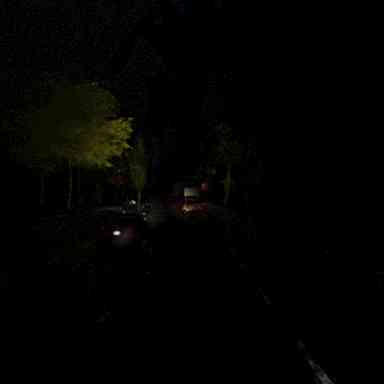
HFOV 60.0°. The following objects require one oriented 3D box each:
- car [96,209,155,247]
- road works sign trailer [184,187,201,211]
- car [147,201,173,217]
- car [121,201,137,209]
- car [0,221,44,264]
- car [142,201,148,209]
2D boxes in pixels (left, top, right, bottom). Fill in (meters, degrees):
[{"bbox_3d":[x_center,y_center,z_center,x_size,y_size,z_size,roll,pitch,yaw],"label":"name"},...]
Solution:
[{"bbox_3d":[-3.157,1.726,15.979,1.994,1.385,4.181,0,-1,0],"label":"car"},{"bbox_3d":[-0.025,1.037,48.714,2.380,3.560,2.880,0,-1,0],"label":"road works sign trailer"},{"bbox_3d":[-3.169,1.891,35.879,2.128,1.511,4.902,0,-1,0],"label":"car"},{"bbox_3d":[-9.851,2.120,52.681,2.128,1.511,4.902,0,-1,0],"label":"car"},{"bbox_3d":[-6.607,1.653,10.468,2.033,1.411,5.357,0,-1,0],"label":"car"},{"bbox_3d":[-6.601,2.127,52.265,1.837,1.490,4.892,0,-1,0],"label":"car"}]
